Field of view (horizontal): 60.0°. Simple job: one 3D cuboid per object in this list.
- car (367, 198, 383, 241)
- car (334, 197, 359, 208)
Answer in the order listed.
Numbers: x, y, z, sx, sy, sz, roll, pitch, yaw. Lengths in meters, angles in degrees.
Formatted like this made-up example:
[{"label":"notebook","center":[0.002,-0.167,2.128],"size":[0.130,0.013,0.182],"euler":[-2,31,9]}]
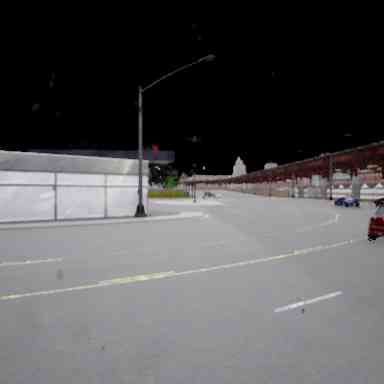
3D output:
[{"label":"car","center":[9.959,1.309,15.593],"size":[2.097,1.767,4.553],"euler":[0,0,44]},{"label":"car","center":[20.960,1.399,45.175],"size":[1.812,1.442,4.674],"euler":[0,0,0]}]
